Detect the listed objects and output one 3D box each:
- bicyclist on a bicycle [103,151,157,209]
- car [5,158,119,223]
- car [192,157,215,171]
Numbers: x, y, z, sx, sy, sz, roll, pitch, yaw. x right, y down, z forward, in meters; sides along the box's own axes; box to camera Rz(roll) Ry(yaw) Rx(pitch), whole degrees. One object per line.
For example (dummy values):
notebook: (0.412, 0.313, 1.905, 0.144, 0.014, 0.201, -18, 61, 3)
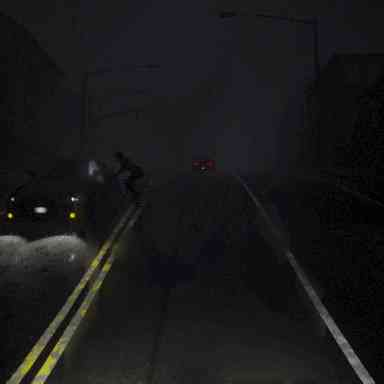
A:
bicyclist on a bicycle: (-1.809, -0.298, 9.222, 1.656, 1.620, 0.582, -1, 12, 5)
car: (-3.411, -0.228, 9.404, 1.994, 1.385, 4.181, 0, 13, 1)
car: (1.001, -2.304, 28.923, 1.895, 1.301, 4.718, 0, 2, 3)
